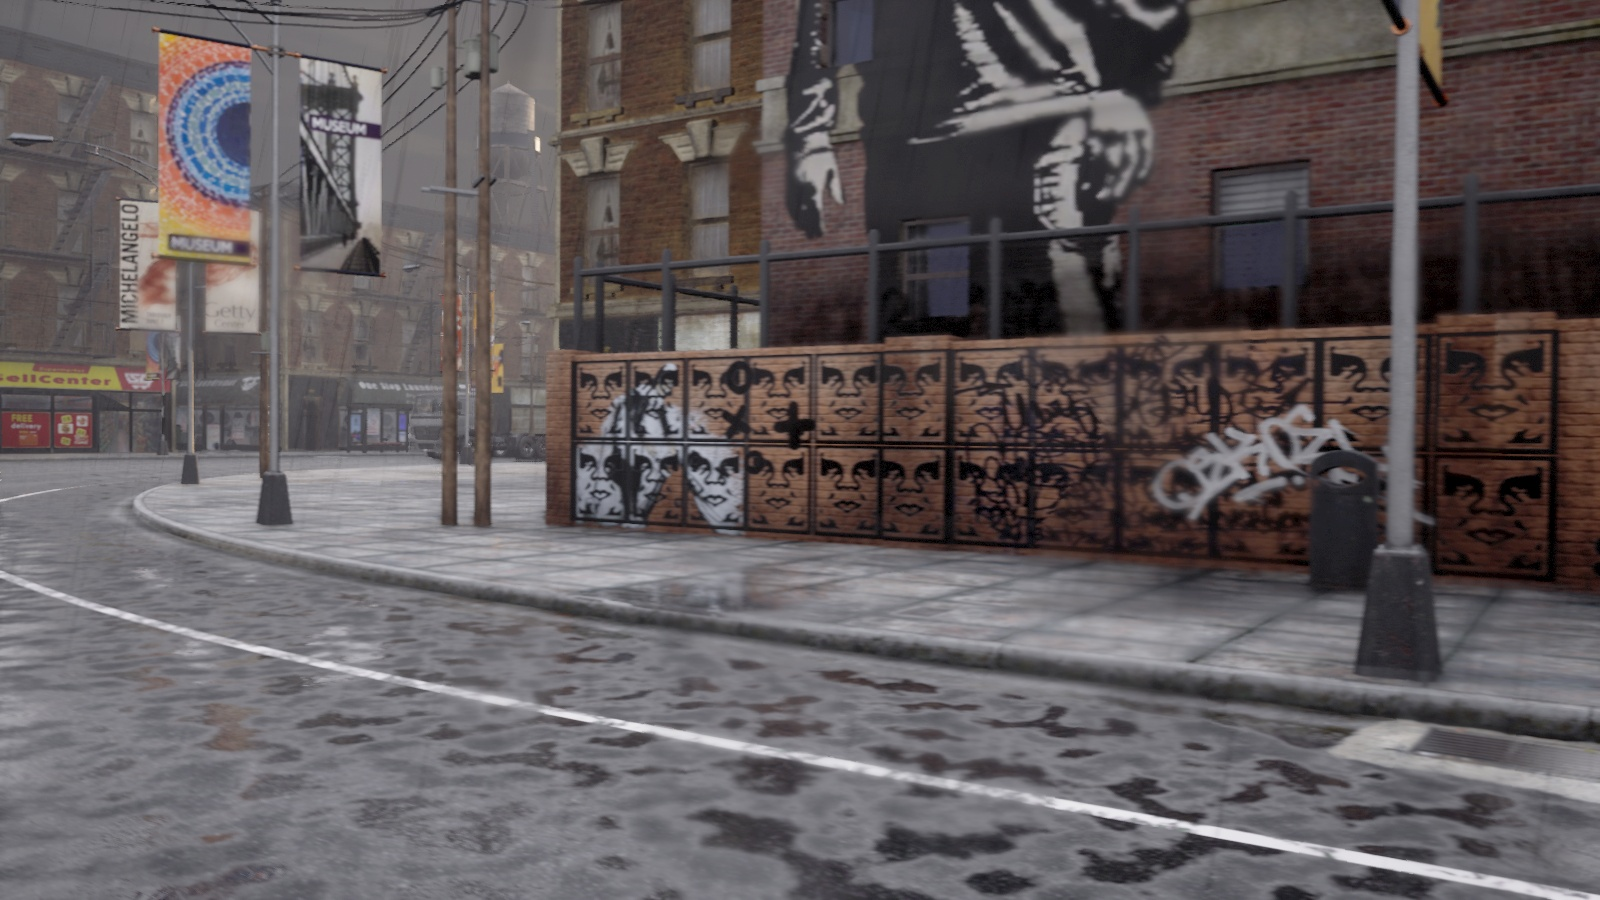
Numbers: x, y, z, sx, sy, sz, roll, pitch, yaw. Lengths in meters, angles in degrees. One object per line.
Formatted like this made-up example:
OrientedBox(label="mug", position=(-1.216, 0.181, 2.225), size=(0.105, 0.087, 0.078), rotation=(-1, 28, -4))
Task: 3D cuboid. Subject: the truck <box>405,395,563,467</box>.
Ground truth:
OrientedBox(label="truck", position=(-16.119, -0.993, 64.680), size=(2.891, 3.462, 7.936), rotation=(0, 1, 34))
